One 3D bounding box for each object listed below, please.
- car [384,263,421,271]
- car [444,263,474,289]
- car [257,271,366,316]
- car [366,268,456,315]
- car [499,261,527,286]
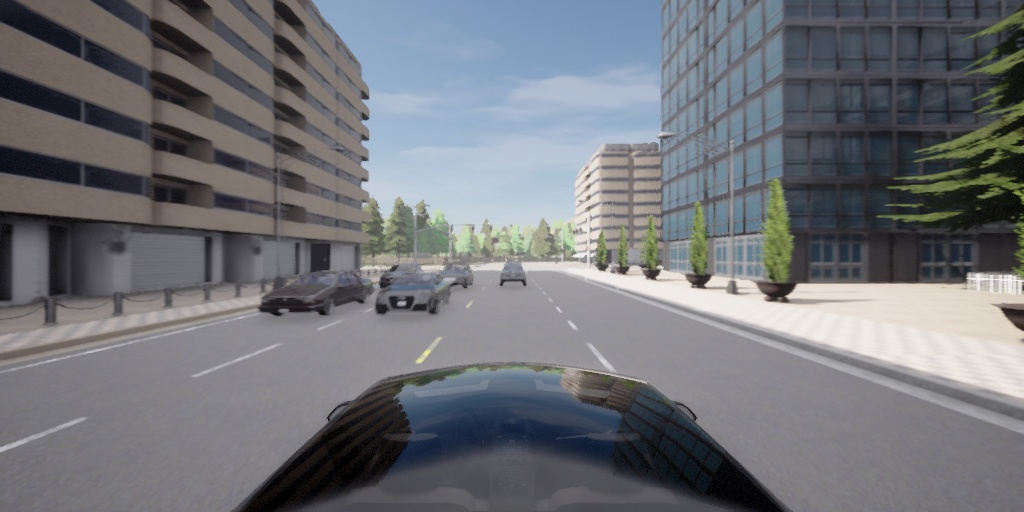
[{"bbox_3d":[-7.021,1.249,23.417,1.837,1.490,4.892,0,1,1],"label":"car"},{"bbox_3d":[-3.526,1.240,22.900,2.128,1.511,4.902,0,0,1],"label":"car"},{"bbox_3d":[-7.003,1.293,13.656,2.033,1.411,5.357,0,0,0],"label":"car"},{"bbox_3d":[-3.507,1.314,13.379,1.994,1.385,4.181,0,0,0],"label":"car"},{"bbox_3d":[0.076,1.299,25.485,2.033,1.411,5.357,0,0,0],"label":"car"}]
